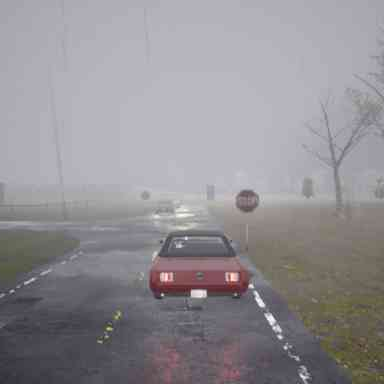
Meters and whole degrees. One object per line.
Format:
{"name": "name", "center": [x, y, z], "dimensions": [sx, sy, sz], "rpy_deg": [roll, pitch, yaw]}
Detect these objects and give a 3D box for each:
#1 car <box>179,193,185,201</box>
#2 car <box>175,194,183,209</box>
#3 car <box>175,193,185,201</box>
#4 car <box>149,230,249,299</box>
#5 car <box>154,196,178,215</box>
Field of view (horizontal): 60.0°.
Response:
{"name": "car", "center": [-2.625, 1.490, 58.145], "dimensions": [1.837, 1.490, 4.892], "rpy_deg": [0, 0, 1]}
{"name": "car", "center": [-2.699, 1.470, 46.258], "dimensions": [1.882, 1.535, 5.008], "rpy_deg": [0, 0, 0]}
{"name": "car", "center": [-2.529, 1.112, 72.414], "dimensions": [2.097, 1.767, 4.553], "rpy_deg": [0, 0, 0]}
{"name": "car", "center": [0.098, 1.601, 8.388], "dimensions": [1.895, 1.301, 4.718], "rpy_deg": [0, 0, -1]}
{"name": "car", "center": [-2.743, 1.502, 34.401], "dimensions": [1.837, 1.490, 4.892], "rpy_deg": [0, 0, 0]}
